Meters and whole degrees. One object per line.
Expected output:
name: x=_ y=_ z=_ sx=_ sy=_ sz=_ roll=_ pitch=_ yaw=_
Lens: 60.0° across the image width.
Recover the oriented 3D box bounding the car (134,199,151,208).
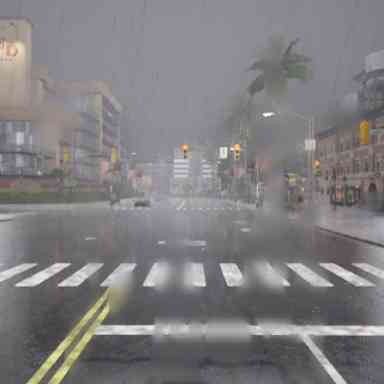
car: x=-6.993 y=1.598 z=47.445 sx=1.895 sy=1.301 sz=4.718 roll=0 pitch=0 yaw=0

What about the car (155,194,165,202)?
car: x=-6.983 y=1.527 z=73.354 sx=1.994 sy=1.385 sz=4.181 roll=0 pitch=0 yaw=0
